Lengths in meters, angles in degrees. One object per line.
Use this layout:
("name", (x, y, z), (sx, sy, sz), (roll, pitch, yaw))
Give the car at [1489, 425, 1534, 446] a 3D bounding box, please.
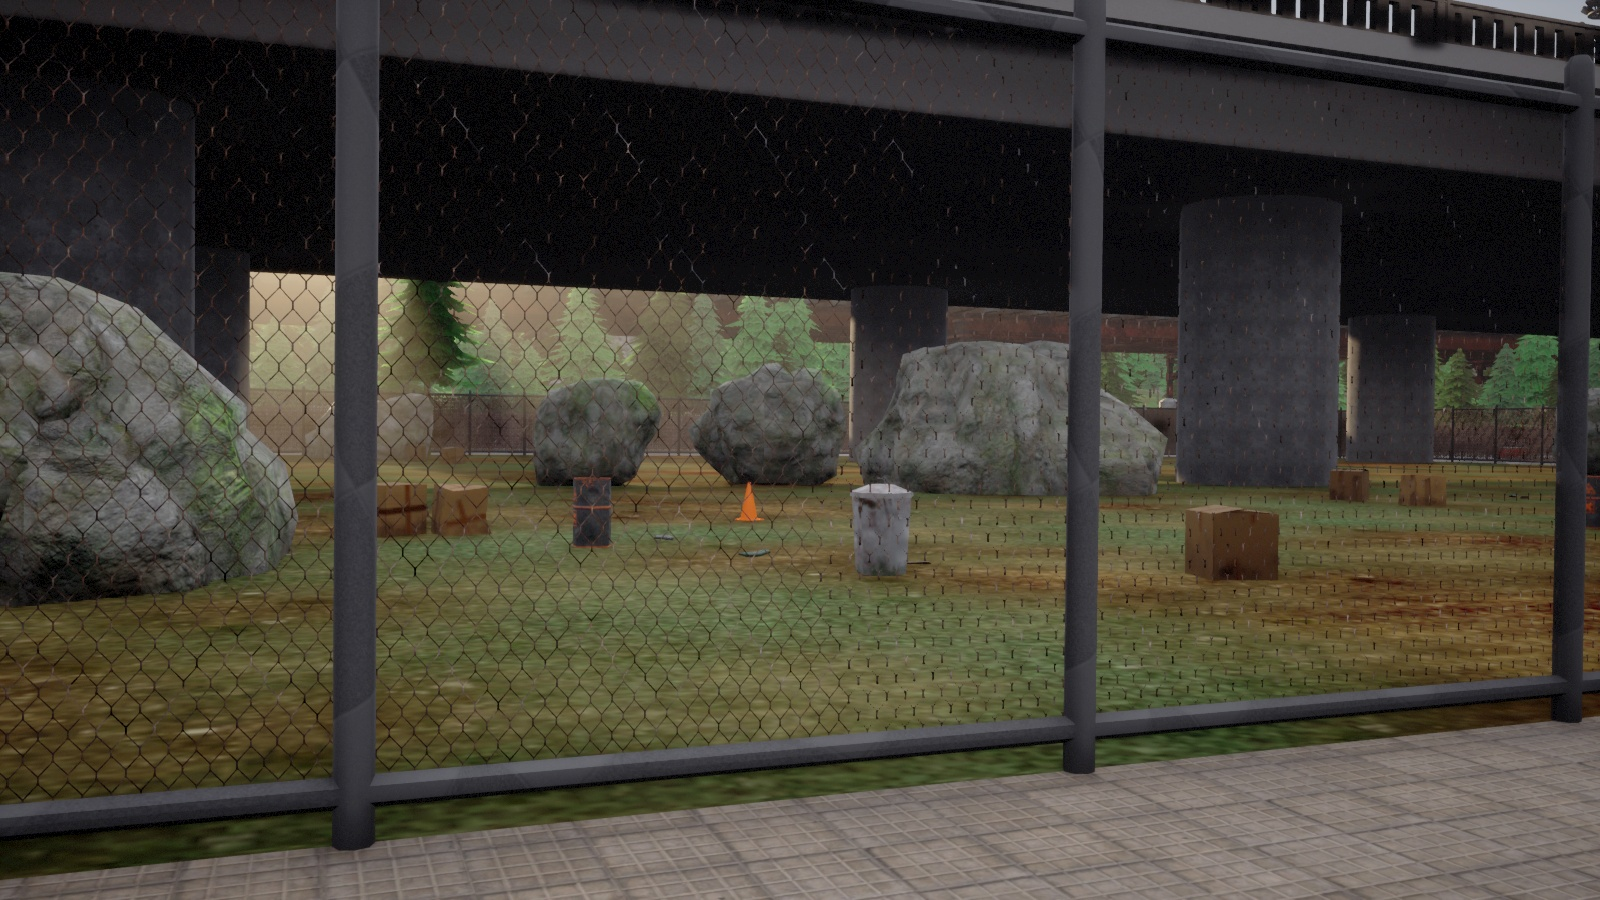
("car", (48.436, -1.005, 85.481), (1.481, 1.376, 2.207), (-1, 1, -21))
